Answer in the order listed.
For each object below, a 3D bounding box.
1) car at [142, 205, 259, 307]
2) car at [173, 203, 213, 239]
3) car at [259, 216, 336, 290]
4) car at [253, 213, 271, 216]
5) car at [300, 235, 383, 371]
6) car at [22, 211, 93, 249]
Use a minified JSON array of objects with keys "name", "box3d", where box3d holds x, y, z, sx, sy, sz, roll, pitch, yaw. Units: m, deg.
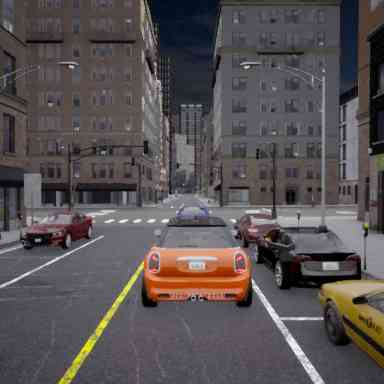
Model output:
[{"name":"car","box3d":[0.092,1.350,8.138,2.097,1.767,4.553,0,0,0]},{"name":"car","box3d":[0.090,1.472,18.426,1.882,1.535,5.008,0,0,1]},{"name":"car","box3d":[2.861,1.563,8.943,1.947,1.339,4.313,-1,0,0]},{"name":"car","box3d":[2.858,1.578,14.529,1.802,1.307,4.206,-1,0,0]},{"name":"car","box3d":[2.864,1.524,3.527,1.752,1.417,4.829,-1,0,0]},{"name":"car","box3d":[-5.687,1.541,14.521,1.887,1.381,4.507,-1,0,0]}]
